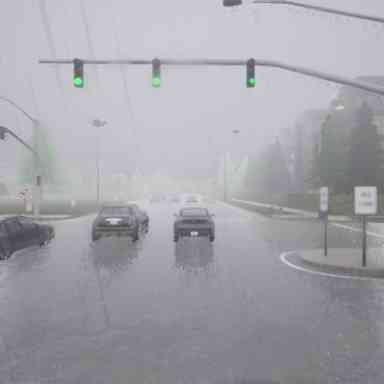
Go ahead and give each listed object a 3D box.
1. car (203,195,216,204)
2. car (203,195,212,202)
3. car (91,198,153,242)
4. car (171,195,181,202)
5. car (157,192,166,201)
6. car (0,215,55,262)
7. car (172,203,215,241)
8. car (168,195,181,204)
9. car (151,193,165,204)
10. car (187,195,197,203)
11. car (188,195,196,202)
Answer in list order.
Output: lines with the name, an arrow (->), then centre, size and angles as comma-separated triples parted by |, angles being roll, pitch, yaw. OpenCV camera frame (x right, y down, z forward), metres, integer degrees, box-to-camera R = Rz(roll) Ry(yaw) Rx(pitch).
car -> 3.474, 1.453, 64.119 | 1.882, 1.535, 5.008 | 0, 0, 0
car -> 3.469, 1.416, 74.537 | 1.812, 1.442, 4.674 | 0, 0, 0
car -> -3.402, 1.345, 16.599 | 2.097, 1.767, 4.553 | 0, 0, 0
car -> -3.531, 1.432, 74.533 | 2.033, 1.411, 5.357 | 0, 0, 0
car -> -7.031, 1.117, 74.561 | 2.150, 2.045, 5.566 | 0, 0, 0
car -> -6.900, 1.542, 12.099 | 2.033, 1.411, 5.357 | 0, 0, 0
car -> 0.098, 1.498, 16.504 | 1.837, 1.490, 4.892 | 0, 0, 0
car -> -3.526, 1.576, 64.562 | 1.895, 1.301, 4.718 | 0, 0, 0
car -> -7.026, 1.467, 64.114 | 2.128, 1.511, 4.902 | 0, 0, 0
car -> -0.026, 1.539, 64.534 | 1.994, 1.385, 4.181 | 0, 0, 0
car -> -0.031, 1.392, 74.535 | 1.837, 1.490, 4.892 | 0, 0, 0
